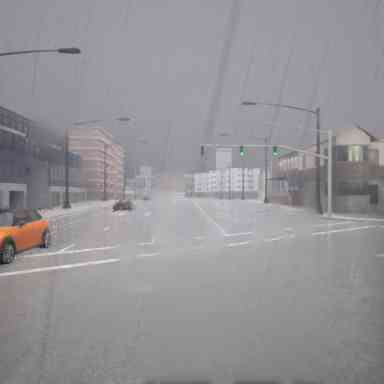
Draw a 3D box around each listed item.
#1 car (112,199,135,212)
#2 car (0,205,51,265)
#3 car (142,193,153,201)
[{"bbox_3d":[-7.637,1.534,37.465,1.994,1.385,4.181,0,1,-2],"label":"car"},{"bbox_3d":[-6.778,1.386,11.739,2.097,1.767,4.553,0,0,-2],"label":"car"},{"bbox_3d":[-8.516,1.059,63.853,1.837,1.490,4.892,0,0,-2],"label":"car"}]
